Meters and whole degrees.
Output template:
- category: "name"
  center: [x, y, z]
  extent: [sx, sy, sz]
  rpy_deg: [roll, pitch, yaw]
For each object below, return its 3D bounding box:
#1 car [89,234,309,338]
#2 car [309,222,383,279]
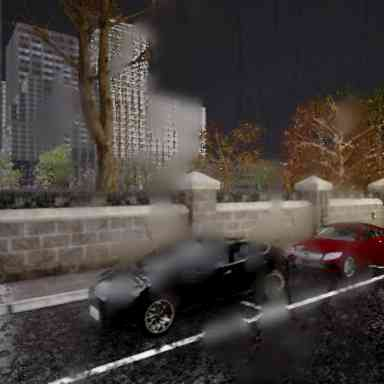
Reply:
- category: "car"
  center: [0.169, 1.591, 6.717]
  extent: [4.313, 1.339, 1.947]
  rpy_deg: [0, 0, -36]
- category: "car"
  center: [4.710, 1.591, 10.046]
  extent: [4.206, 1.307, 1.802]
  rpy_deg: [0, 0, -36]
